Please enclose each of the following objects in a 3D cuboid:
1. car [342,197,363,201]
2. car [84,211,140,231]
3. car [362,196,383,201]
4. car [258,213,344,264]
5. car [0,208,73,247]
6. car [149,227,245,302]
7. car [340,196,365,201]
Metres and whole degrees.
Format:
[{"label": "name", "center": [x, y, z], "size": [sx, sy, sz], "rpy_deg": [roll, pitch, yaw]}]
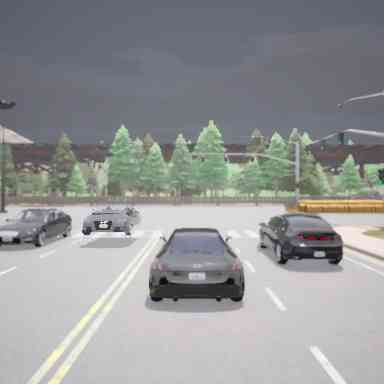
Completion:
[{"label": "car", "center": [23.057, 1.606, 44.264], "size": [4.718, 1.301, 1.895], "rpy_deg": [0, 0, -2]}, {"label": "car", "center": [-3.499, 1.169, 15.079], "size": [1.994, 1.385, 4.181], "rpy_deg": [0, 0, 0]}, {"label": "car", "center": [23.785, 1.569, 40.788], "size": [4.181, 1.385, 1.994], "rpy_deg": [0, 0, -2]}, {"label": "car", "center": [3.614, 1.506, 11.763], "size": [1.837, 1.490, 4.892], "rpy_deg": [0, 0, 1]}, {"label": "car", "center": [-6.999, 1.523, 15.079], "size": [2.128, 1.511, 4.902], "rpy_deg": [0, 0, 0]}, {"label": "car", "center": [0.100, 1.565, 8.307], "size": [1.994, 1.385, 4.181], "rpy_deg": [0, 0, 0]}, {"label": "car", "center": [23.448, 1.358, 47.772], "size": [4.553, 1.767, 2.097], "rpy_deg": [0, 0, -2]}]
